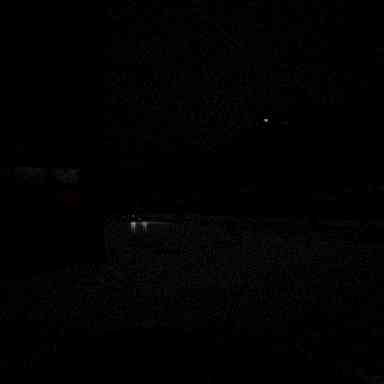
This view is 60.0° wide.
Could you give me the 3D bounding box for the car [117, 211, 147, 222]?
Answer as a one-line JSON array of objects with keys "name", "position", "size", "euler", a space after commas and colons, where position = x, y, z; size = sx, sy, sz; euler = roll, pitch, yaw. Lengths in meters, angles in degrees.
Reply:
[{"name": "car", "position": [-7.194, 2.849, 39.530], "size": [1.895, 1.301, 4.718], "euler": [0, -2, -35]}]
